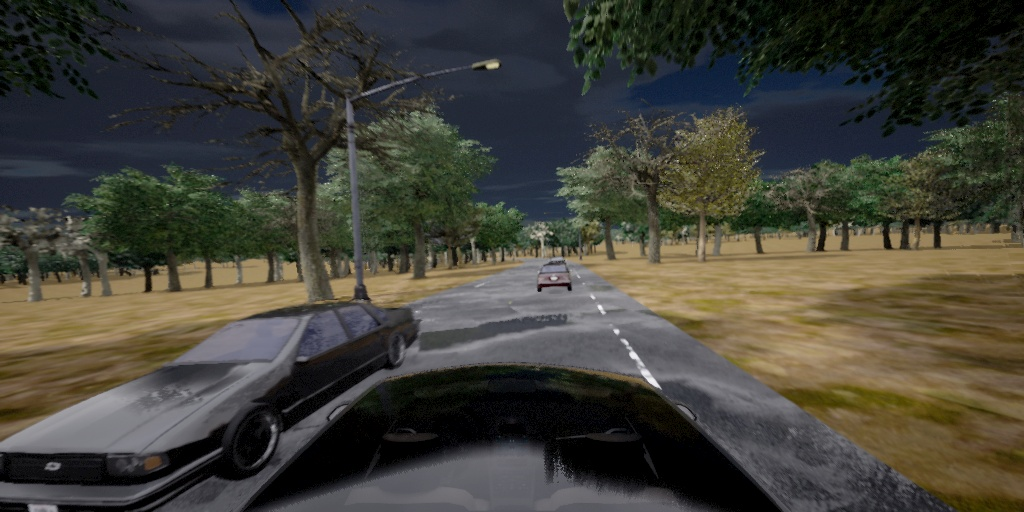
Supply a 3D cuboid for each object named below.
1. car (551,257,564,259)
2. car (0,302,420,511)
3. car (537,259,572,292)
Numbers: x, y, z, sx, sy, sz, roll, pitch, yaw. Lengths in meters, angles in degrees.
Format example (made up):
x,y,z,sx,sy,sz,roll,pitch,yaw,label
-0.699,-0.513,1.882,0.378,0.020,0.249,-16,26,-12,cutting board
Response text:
x,y,z,sx,sy,sz,roll,pitch,yaw,label
4.912,0.801,38.533,1.882,1.535,5.008,-3,0,8,car
-3.207,1.486,5.366,2.033,1.411,5.357,-5,1,9,car
2.391,1.106,20.021,2.033,1.411,5.357,-3,0,8,car
